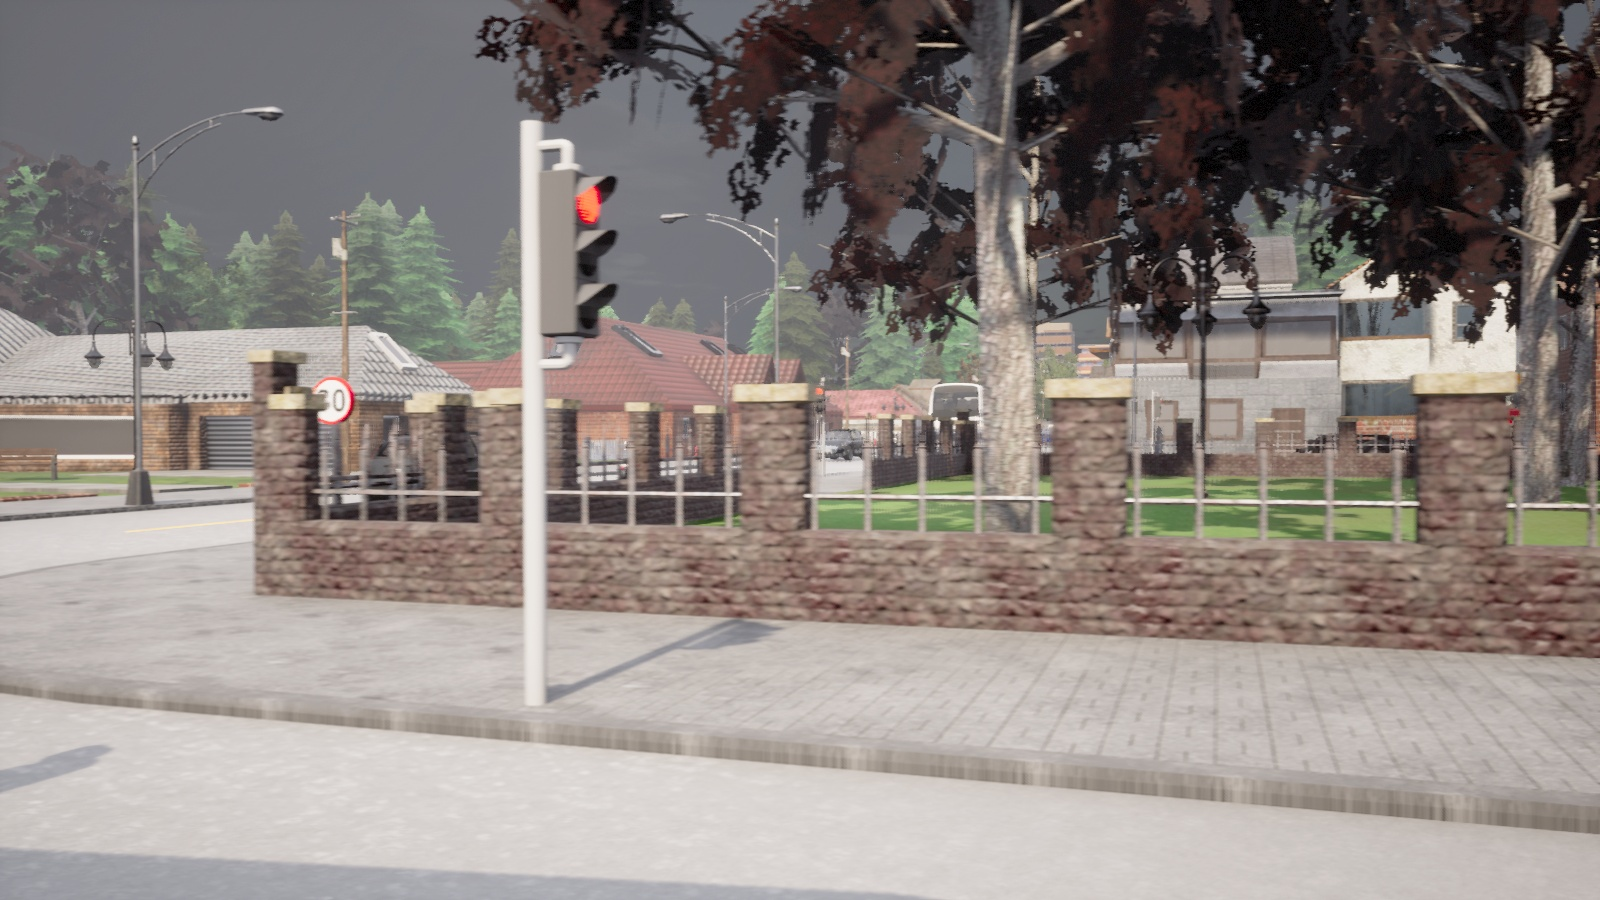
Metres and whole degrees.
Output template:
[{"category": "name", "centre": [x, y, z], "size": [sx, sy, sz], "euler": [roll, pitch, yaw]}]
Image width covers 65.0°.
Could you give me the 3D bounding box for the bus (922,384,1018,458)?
[{"category": "bus", "centre": [10.671, -1.751, 77.493], "size": [3.944, 4.253, 10.273], "euler": [1, 1, 19]}]

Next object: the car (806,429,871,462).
[{"category": "car", "centre": [2.024, -0.266, 64.335], "size": [2.033, 1.649, 4.856], "euler": [1, 1, 19]}]

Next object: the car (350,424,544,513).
[{"category": "car", "centre": [-6.908, 0.298, 25.014], "size": [1.851, 1.617, 3.988], "euler": [1, 1, 17]}]

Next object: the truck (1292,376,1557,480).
[{"category": "truck", "centre": [21.704, -0.780, 44.192], "size": [7.936, 3.462, 2.891], "euler": [0, 1, 17]}]
